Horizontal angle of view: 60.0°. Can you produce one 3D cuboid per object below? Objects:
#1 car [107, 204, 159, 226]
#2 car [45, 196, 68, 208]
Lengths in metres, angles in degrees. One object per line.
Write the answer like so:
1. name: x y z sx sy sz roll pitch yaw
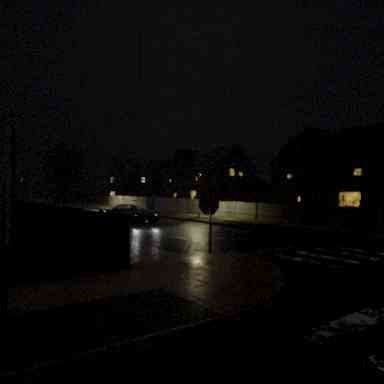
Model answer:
1. car: -4.185 1.542 22.993 1.895 1.301 4.718 1 0 -36
2. car: -16.236 1.314 39.689 1.837 1.490 4.892 1 -1 -36
